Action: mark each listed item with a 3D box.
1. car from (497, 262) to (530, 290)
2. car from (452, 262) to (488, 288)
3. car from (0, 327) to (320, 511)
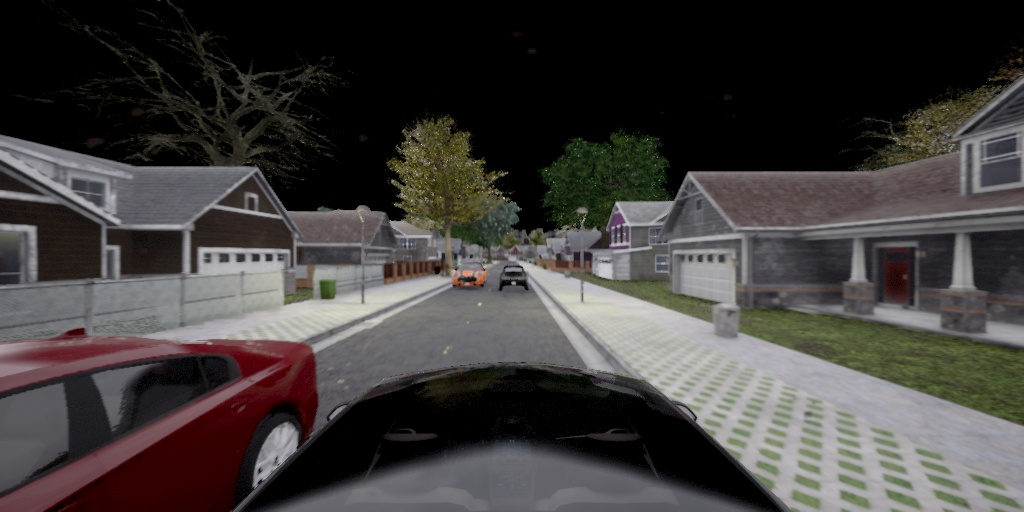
[{"bbox_3d":[0.099,1.359,23.716,1.837,1.490,4.892,0,0,0],"label":"car"},{"bbox_3d":[-2.851,1.209,24.989,2.097,1.767,4.553,0,0,0],"label":"car"},{"bbox_3d":[-2.843,1.227,1.492,1.882,1.535,5.008,0,0,0],"label":"car"}]
